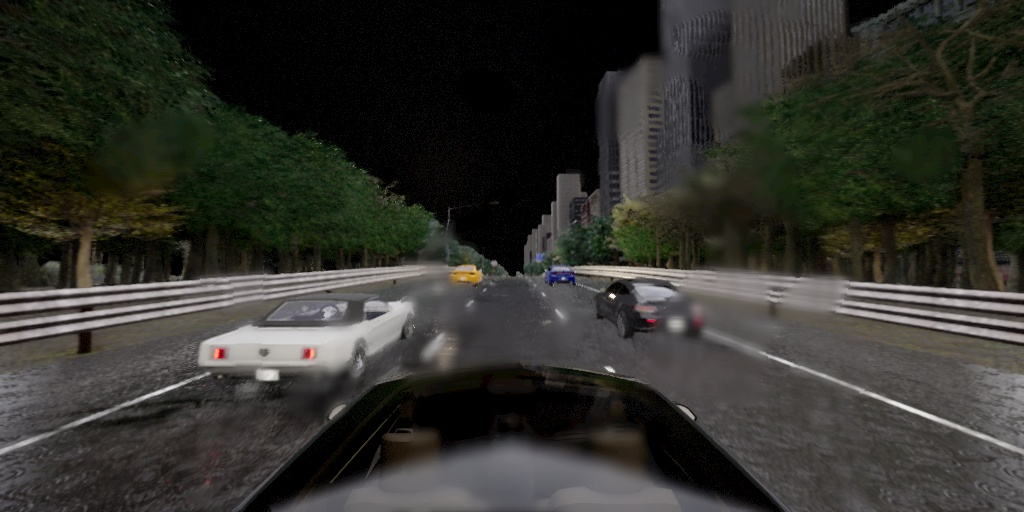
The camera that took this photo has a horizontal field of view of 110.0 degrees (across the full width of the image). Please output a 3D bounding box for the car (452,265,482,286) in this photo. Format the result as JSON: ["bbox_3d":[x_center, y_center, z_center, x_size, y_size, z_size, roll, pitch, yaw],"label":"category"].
[{"bbox_3d":[-3.397,1.454,27.570,1.882,1.535,5.008,0,-1,0],"label":"car"}]

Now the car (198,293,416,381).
[{"bbox_3d":[-3.400,1.395,7.227,1.895,1.301,4.718,0,0,0],"label":"car"}]

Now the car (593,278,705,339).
[{"bbox_3d":[3.601,1.340,10.156,1.812,1.442,4.674,0,0,0],"label":"car"}]

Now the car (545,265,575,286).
[{"bbox_3d":[3.603,1.454,27.554,1.882,1.535,5.008,0,-1,0],"label":"car"}]
